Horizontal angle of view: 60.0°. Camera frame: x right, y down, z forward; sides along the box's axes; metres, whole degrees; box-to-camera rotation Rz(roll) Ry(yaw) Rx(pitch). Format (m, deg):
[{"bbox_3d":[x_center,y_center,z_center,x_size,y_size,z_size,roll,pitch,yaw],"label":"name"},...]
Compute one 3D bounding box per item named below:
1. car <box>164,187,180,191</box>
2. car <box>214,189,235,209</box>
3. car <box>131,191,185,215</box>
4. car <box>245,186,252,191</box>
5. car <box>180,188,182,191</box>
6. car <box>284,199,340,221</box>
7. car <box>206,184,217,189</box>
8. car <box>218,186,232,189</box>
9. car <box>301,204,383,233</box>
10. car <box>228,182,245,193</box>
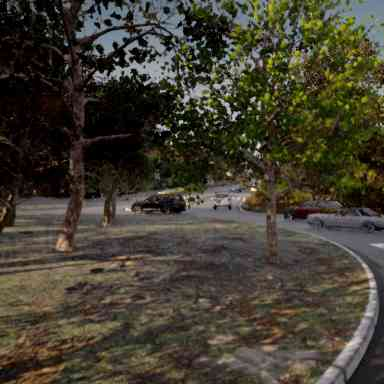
[{"bbox_3d":[-4.916,0.066,68.523,1.946,1.575,5.366,0,4,20],"label":"car"},{"bbox_3d":[4.097,1.025,43.117,2.150,2.045,5.566,0,2,9],"label":"car"},{"bbox_3d":[-3.367,1.206,33.174,5.566,2.045,2.150,0,-1,25],"label":"car"},{"bbox_3d":[14.194,-0.738,77.407,1.812,1.442,4.674,0,3,20],"label":"car"},{"bbox_3d":[-3.034,-0.271,73.705,1.946,1.575,5.366,0,3,20],"label":"car"},{"bbox_3d":[9.200,1.334,25.134,2.097,1.767,4.553,0,0,-34],"label":"car"},{"bbox_3d":[4.555,-1.592,94.718,2.163,1.488,4.792,0,3,20],"label":"car"},{"bbox_3d":[5.706,0.250,62.901,1.837,1.490,4.892,0,4,18],"label":"car"},{"bbox_3d":[9.298,1.585,19.701,1.895,1.301,4.718,0,0,-45],"label":"car"},{"bbox_3d":[9.830,-0.683,74.941,2.097,1.767,4.553,0,3,20],"label":"car"}]
